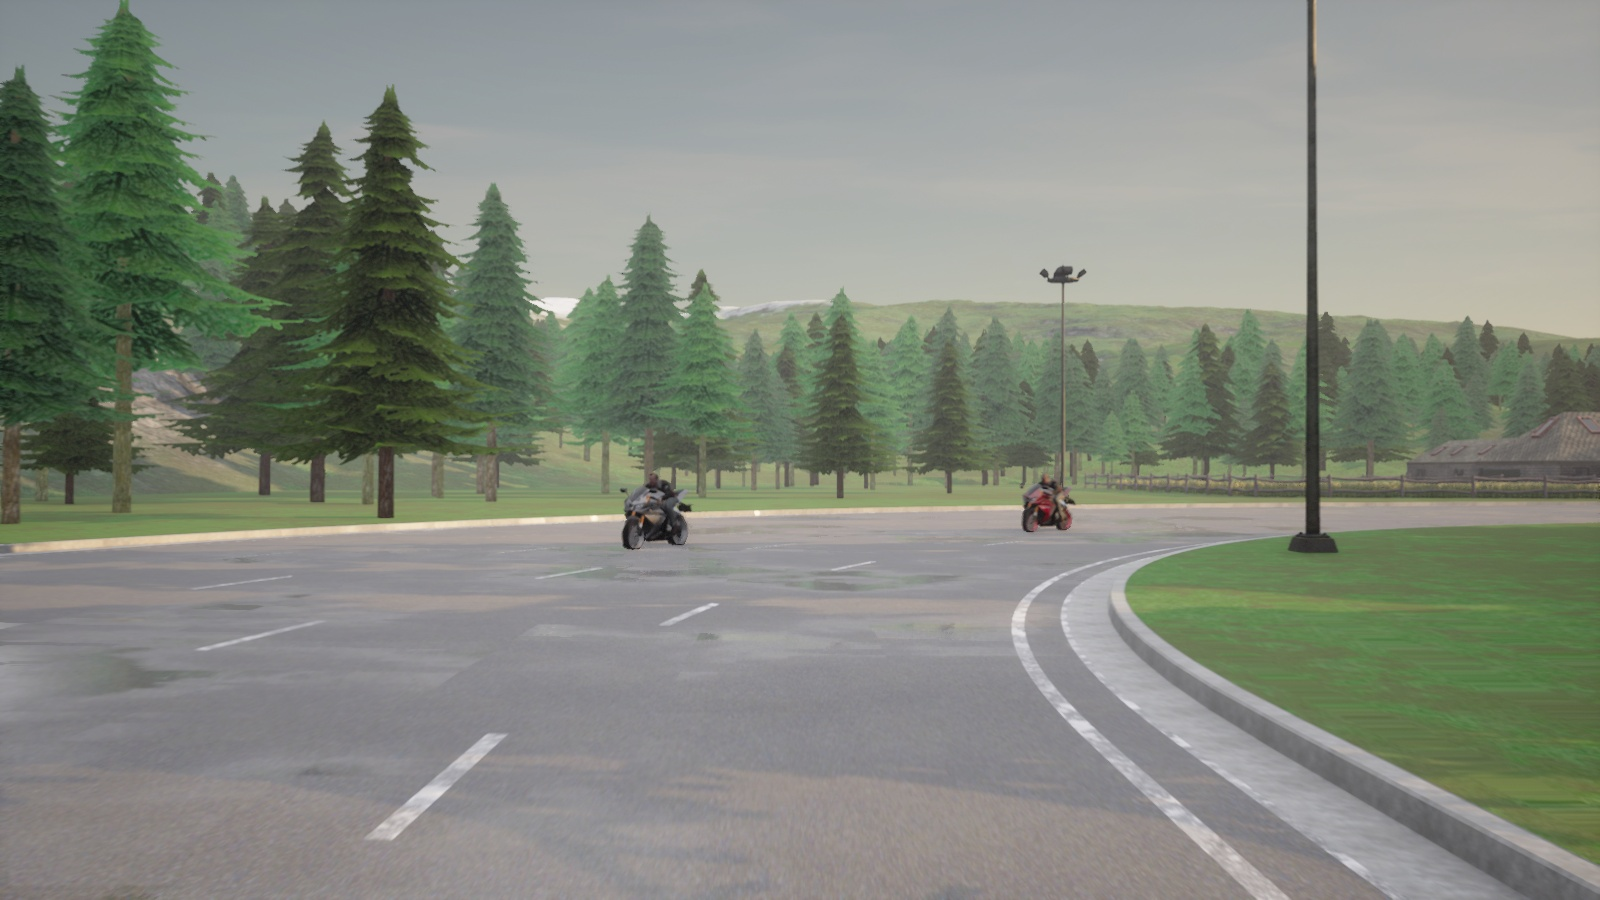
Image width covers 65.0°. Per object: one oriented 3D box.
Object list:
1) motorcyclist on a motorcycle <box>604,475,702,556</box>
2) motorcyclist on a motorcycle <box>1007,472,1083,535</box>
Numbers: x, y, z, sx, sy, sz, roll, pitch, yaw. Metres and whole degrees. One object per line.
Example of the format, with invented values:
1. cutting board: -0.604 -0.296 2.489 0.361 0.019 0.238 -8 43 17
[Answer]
1. motorcyclist on a motorcycle: -2.891 1.262 24.977 0.866 1.530 2.191 0 -1 27
2. motorcyclist on a motorcycle: 6.296 1.341 32.220 0.866 1.530 2.191 0 -1 44
